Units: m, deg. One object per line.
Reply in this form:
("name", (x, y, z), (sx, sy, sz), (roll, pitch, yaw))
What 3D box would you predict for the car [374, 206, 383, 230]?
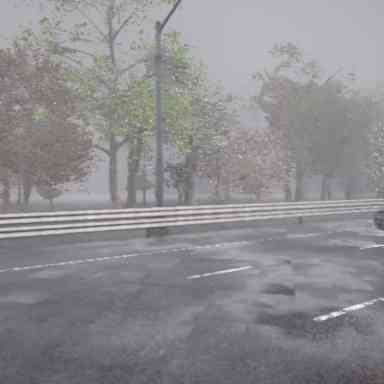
("car", (11.518, 1.234, 17.336), (4.892, 1.490, 1.837), (-1, 1, -30))
